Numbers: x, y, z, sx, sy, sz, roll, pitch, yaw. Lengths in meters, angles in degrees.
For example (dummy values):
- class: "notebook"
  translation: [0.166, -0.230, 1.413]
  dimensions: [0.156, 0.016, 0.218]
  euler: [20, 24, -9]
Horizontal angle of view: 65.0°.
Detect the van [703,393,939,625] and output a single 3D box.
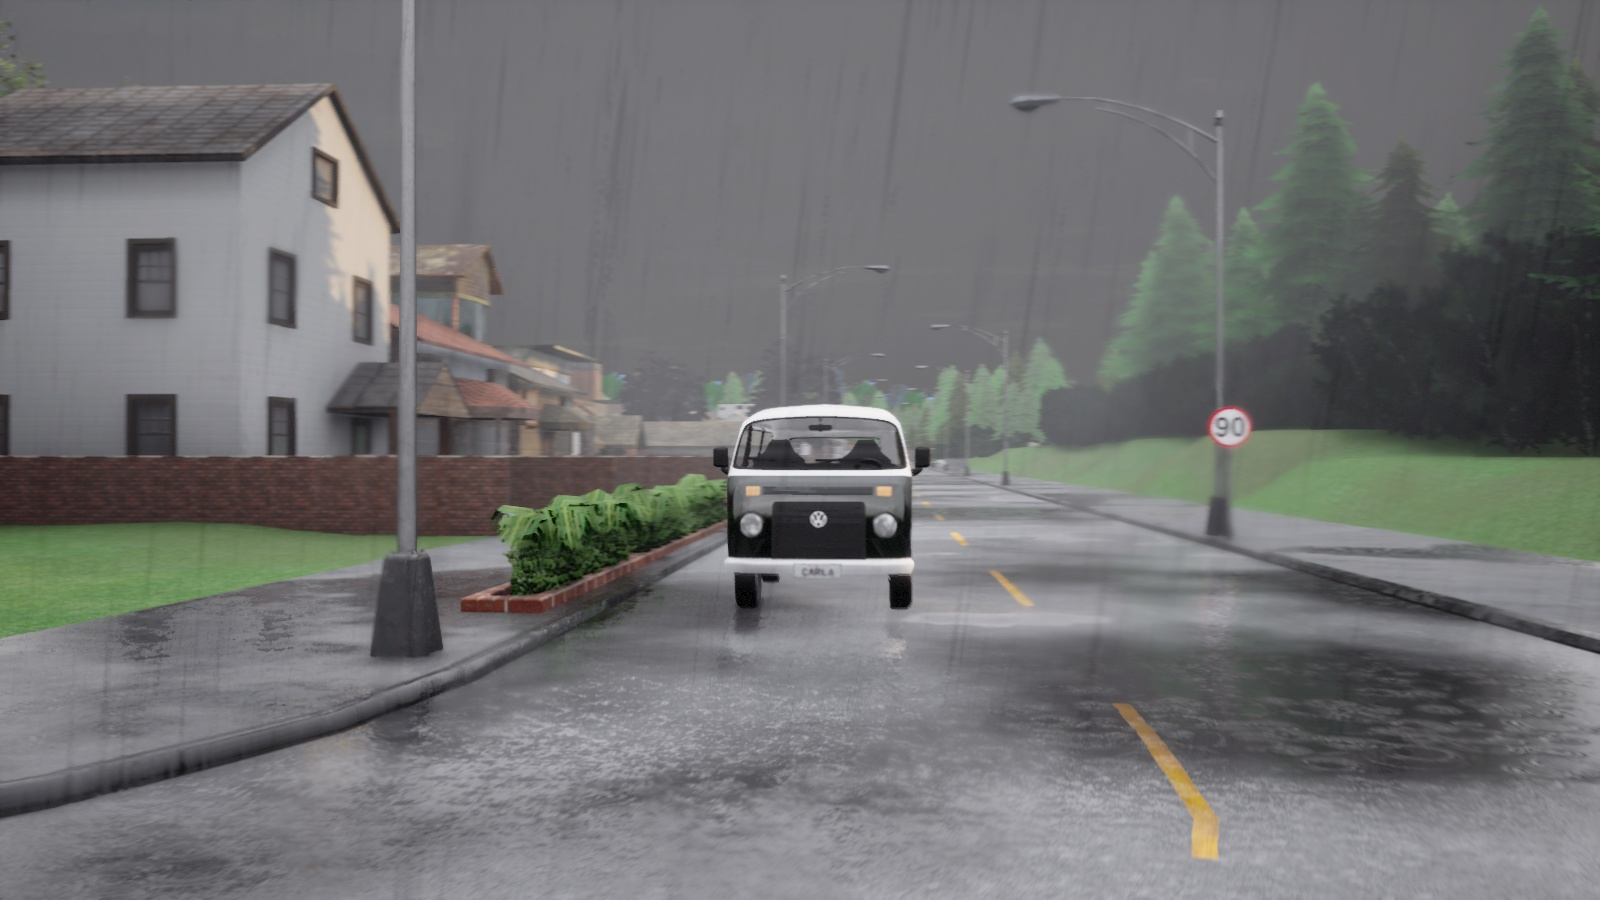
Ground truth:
- class: "van"
  translation: [0.340, 0.533, 13.313]
  dimensions: [2.069, 2.038, 4.480]
  euler: [0, 0, 4]
